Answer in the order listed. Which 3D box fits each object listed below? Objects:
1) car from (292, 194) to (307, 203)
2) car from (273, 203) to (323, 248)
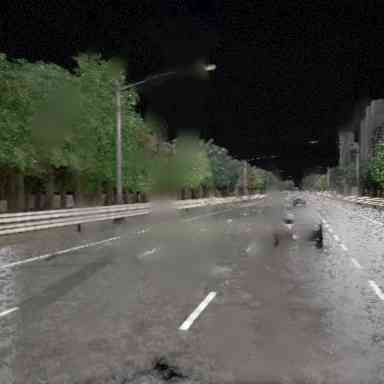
[{"bbox_3d":[16.816,1.446,51.969,1.837,1.490,4.892,-1,0,18],"label":"car"},{"bbox_3d":[4.691,1.466,14.757,2.128,1.511,4.902,-1,0,18],"label":"car"}]
